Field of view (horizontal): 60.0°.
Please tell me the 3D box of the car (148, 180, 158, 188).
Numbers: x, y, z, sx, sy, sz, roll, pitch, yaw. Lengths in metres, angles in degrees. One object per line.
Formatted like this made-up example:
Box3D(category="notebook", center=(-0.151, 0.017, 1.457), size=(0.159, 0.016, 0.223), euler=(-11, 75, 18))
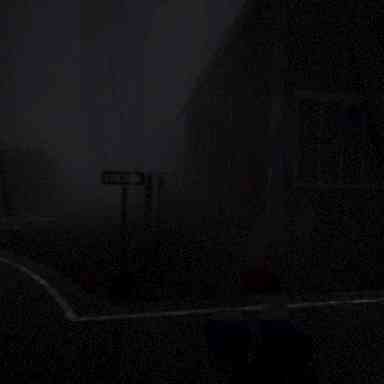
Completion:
Box3D(category="car", center=(-6.328, -1.289, 56.255), size=(1.994, 1.381, 4.181), euler=(1, 3, -10))
